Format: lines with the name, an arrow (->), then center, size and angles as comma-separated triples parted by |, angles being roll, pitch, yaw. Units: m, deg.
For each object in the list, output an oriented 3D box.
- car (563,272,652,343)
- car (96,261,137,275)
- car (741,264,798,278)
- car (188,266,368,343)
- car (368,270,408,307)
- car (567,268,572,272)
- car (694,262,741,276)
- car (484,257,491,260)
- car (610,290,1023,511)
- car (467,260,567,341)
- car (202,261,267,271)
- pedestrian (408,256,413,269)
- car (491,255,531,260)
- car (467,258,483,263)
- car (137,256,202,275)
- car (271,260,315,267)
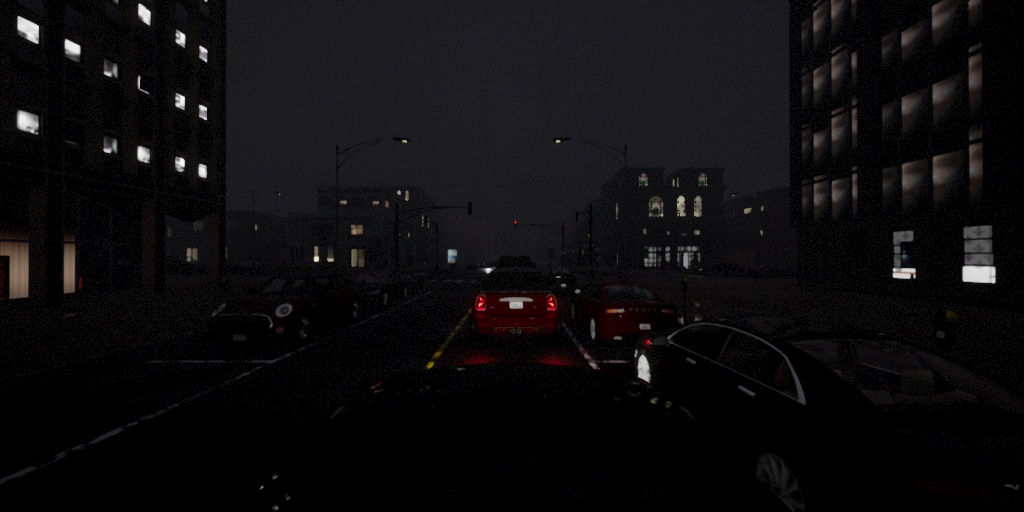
car -> 2.686, 1.290, 9.472 | 1.888, 1.381, 4.507 | 0, 0, 0
car -> -36.507, 1.107, 33.407 | 4.403, 1.370, 2.007 | 0, 0, 1
car -> 23.624, 1.410, 32.482 | 4.207, 1.307, 1.802 | 0, 0, 1
car -> -5.695, 1.185, 9.484 | 1.967, 1.591, 4.097 | 0, 0, 0
car -> -5.698, 1.292, 15.176 | 2.007, 1.370, 4.403 | 0, 0, 0
car -> 2.679, 1.288, 20.856 | 2.007, 1.370, 4.403 | 0, 0, 0
car -> 22.096, 1.352, 38.333 | 4.892, 1.490, 1.837 | 0, 0, 1
car -> -3.115, 1.316, 58.590 | 1.895, 1.301, 4.718 | 0, 0, 0
car -> 2.689, 1.299, 3.780 | 2.007, 1.370, 4.403 | 0, 0, 0
car -> 0.094, 1.097, 10.016 | 2.097, 1.767, 4.553 | 0, 0, 0
car -> -25.434, 1.154, 33.243 | 4.403, 1.370, 2.007 | 0, 0, 1
pedestrian -> -12.577, 0.853, 44.383 | 0.375, 1.860, 0.375 | 0, -1, 1
car -> 0.109, 0.960, 20.170 | 2.150, 2.045, 5.566 | 0, 0, -1
car -> -5.721, 1.300, 53.255 | 1.802, 1.307, 4.207 | 0, 0, 0
car -> -30.971, 0.894, 33.325 | 5.009, 1.841, 2.192 | 0, 0, 1
car -> -25.478, 1.168, 41.625 | 4.829, 1.417, 1.751 | 0, 0, 1
